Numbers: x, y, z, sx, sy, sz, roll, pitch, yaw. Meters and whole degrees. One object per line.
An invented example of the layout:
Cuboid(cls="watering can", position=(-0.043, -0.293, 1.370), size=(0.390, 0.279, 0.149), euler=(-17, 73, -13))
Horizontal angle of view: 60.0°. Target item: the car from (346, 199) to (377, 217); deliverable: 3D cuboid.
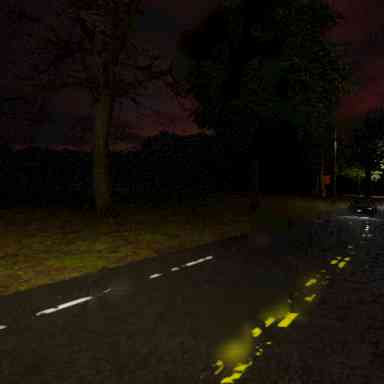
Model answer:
Cuboid(cls="car", position=(14.455, 1.303, 28.169), size=(1.994, 1.385, 4.181), euler=(1, 1, 34))
